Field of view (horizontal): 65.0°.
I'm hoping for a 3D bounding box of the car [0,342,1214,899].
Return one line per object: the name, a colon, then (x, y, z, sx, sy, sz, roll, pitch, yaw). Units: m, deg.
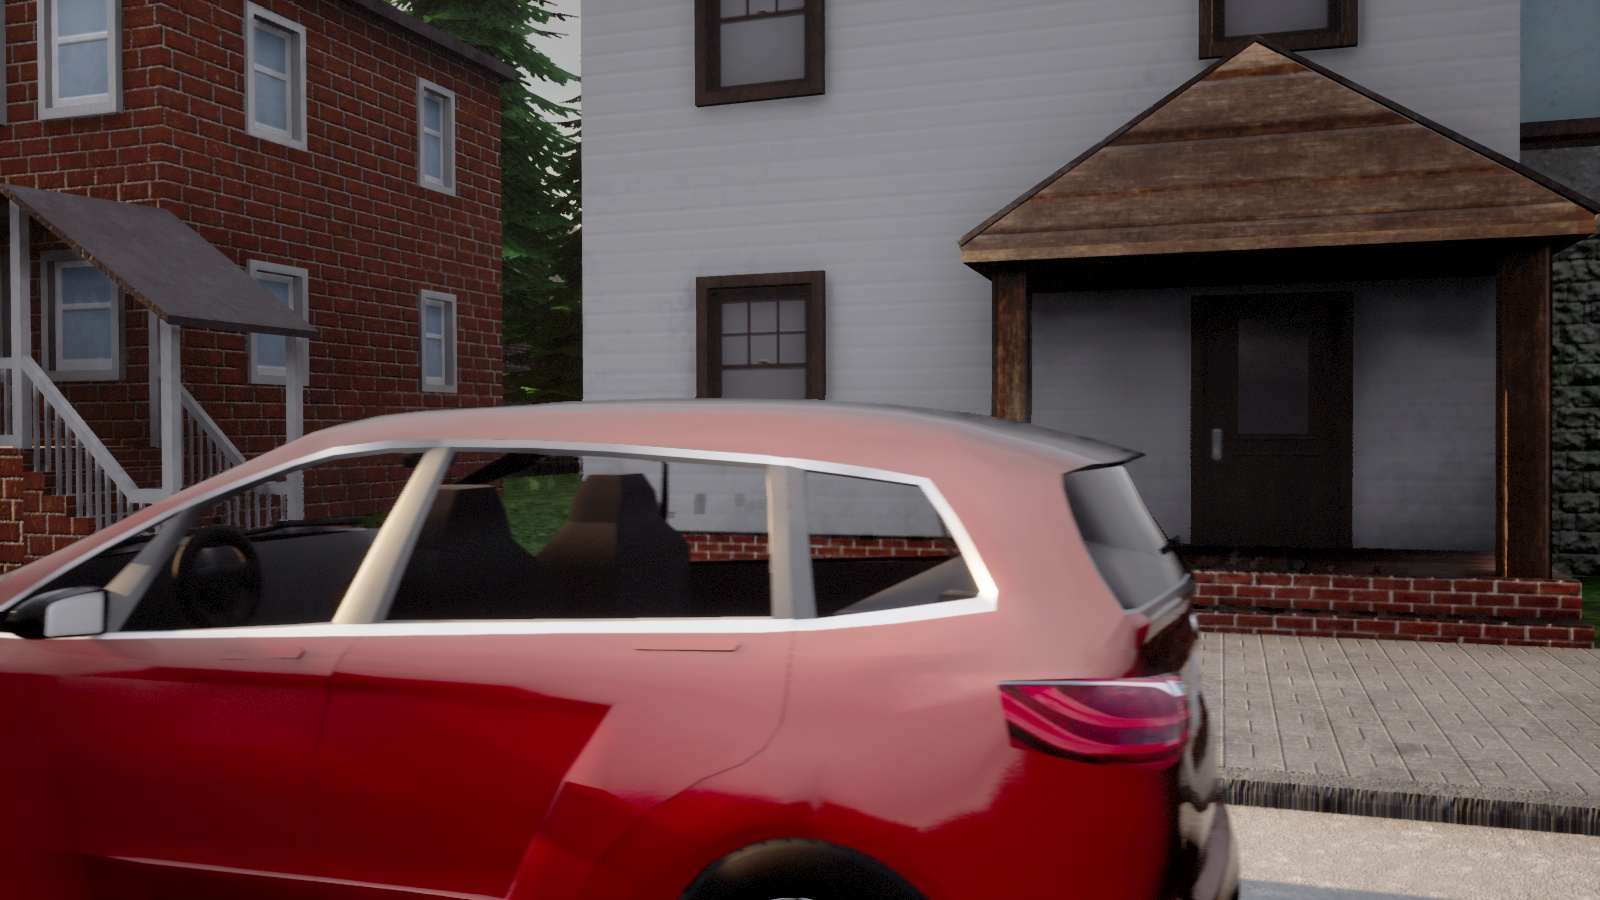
car: (-1.096, 0.601, 4.087, 4.611, 1.667, 2.242, 1, 1, 19)
